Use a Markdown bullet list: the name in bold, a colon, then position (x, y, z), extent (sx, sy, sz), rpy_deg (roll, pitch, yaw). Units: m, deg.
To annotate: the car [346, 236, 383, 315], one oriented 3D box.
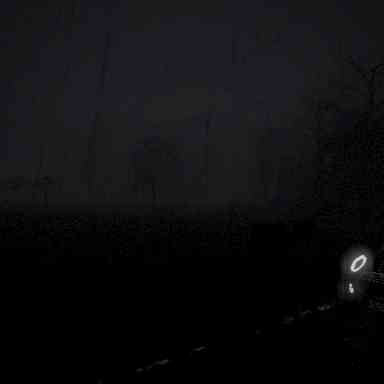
- **car**: position (5.127, 1.348, 6.724), extent (4.553, 1.767, 2.097), rpy_deg (0, 0, -35)
